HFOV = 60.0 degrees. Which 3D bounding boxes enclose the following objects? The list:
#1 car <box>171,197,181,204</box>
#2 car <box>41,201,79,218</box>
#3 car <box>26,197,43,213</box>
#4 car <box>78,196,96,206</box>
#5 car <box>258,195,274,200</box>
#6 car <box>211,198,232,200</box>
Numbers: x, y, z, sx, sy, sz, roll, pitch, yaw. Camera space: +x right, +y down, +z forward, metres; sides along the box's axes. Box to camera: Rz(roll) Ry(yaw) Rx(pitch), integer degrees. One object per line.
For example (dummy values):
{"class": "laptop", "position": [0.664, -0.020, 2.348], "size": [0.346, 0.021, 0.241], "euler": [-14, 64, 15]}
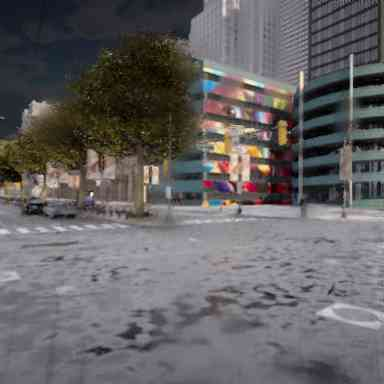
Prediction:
{"class": "car", "position": [-4.137, 1.814, 72.429], "size": [2.161, 1.482, 4.786], "euler": [1, 0, -36]}
{"class": "car", "position": [-12.223, 1.681, 30.743], "size": [1.895, 1.301, 4.718], "euler": [1, 0, -36]}
{"class": "car", "position": [-18.031, 1.644, 38.829], "size": [1.994, 1.385, 4.181], "euler": [1, 0, -37]}
{"class": "car", "position": [-19.257, 1.552, 60.548], "size": [2.097, 1.767, 4.553], "euler": [1, 0, -37]}
{"class": "car", "position": [20.029, 1.744, 90.382], "size": [2.435, 2.045, 5.566], "euler": [1, 0, -36]}
{"class": "car", "position": [6.342, 1.765, 64.948], "size": [2.002, 1.452, 4.674], "euler": [1, 0, -36]}
